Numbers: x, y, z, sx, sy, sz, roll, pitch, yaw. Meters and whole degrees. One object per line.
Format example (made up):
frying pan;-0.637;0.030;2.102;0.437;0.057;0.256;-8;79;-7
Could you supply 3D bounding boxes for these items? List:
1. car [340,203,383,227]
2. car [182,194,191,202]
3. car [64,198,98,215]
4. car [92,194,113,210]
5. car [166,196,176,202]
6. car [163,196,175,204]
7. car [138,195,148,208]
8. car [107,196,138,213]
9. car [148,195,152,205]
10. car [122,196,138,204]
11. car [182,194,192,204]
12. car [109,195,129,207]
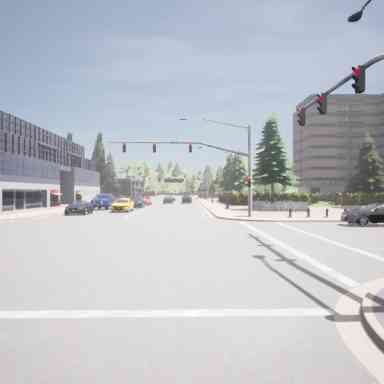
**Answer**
car;12.497;1.492;22.183;4.902;1.511;2.128;0;0;-1
car;-1.232;1.355;74.964;2.097;1.767;4.553;0;0;-1
car;-11.251;1.564;33.411;1.994;1.385;4.181;0;0;-1
car;-11.386;1.221;42.764;2.150;2.045;5.566;0;0;-1
car;-4.738;1.509;75.209;1.895;1.301;4.718;0;0;-1
car;-4.590;1.547;64.574;2.033;1.411;5.357;0;0;-1
car;-7.941;1.352;47.040;2.097;1.767;4.553;0;0;-1
car;-7.816;1.478;37.804;1.882;1.535;5.008;0;0;-1
car;-8.065;1.352;57.155;2.097;1.767;4.553;0;0;-1
car;-11.611;1.491;62.922;2.128;1.511;4.902;0;0;0
car;-0.993;1.505;64.899;1.837;1.490;4.892;0;0;-1
car;-11.512;1.352;52.664;2.097;1.767;4.553;0;0;-1
